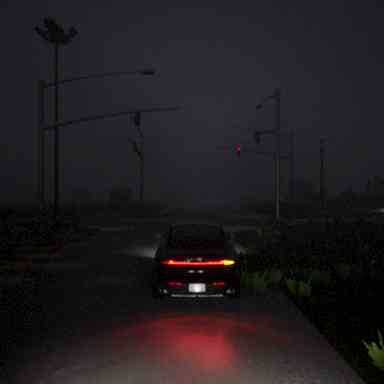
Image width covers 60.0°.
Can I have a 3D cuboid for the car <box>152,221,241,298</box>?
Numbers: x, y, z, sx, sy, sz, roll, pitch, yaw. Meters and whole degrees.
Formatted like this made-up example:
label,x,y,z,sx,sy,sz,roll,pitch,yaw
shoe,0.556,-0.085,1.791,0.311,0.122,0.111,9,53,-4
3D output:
label,x,y,z,sx,sy,sz,roll,pitch,yaw
car,0.093,1.510,8.526,1.837,1.490,4.892,0,0,0
